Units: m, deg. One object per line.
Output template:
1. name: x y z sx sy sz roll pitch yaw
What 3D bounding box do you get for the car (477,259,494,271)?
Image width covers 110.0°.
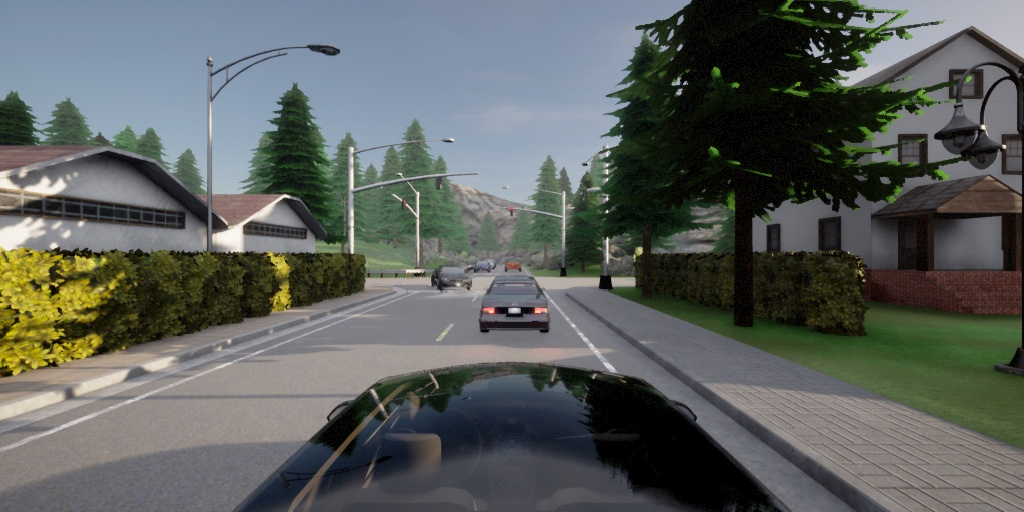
1. car: -3.567 1.276 43.648 1.812 1.442 4.674 0 0 0

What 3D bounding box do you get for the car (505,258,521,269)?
1. car: 0.146 1.102 49.454 2.097 1.767 4.553 0 0 0

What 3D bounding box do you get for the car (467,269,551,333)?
1. car: 0.076 1.297 10.729 2.033 1.411 5.357 0 0 0

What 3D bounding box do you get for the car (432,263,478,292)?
1. car: -3.698 1.275 21.677 1.812 1.442 4.674 1 0 -21

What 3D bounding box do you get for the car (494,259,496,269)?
1. car: -3.561 1.276 53.665 1.812 1.442 4.674 0 0 0
